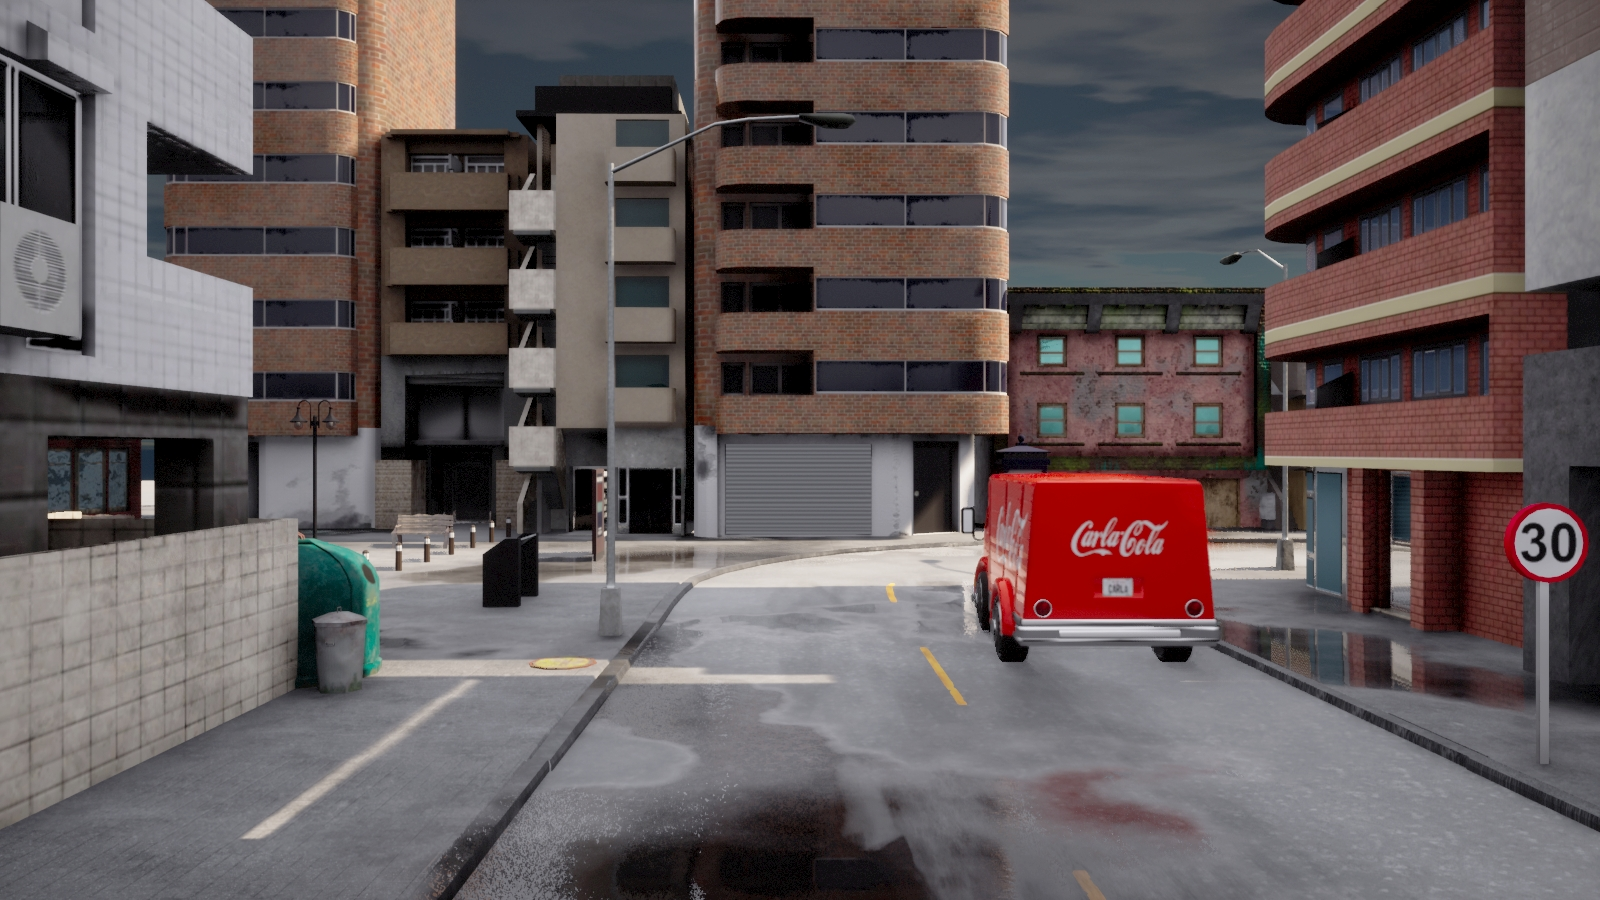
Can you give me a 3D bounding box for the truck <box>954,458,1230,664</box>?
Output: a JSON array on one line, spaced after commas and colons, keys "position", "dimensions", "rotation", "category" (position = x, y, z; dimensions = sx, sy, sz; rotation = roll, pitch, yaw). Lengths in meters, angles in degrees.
[{"position": [3.858, 1.349, 16.313], "dimensions": [2.627, 2.467, 5.204], "rotation": [0, 0, 0], "category": "truck"}]
